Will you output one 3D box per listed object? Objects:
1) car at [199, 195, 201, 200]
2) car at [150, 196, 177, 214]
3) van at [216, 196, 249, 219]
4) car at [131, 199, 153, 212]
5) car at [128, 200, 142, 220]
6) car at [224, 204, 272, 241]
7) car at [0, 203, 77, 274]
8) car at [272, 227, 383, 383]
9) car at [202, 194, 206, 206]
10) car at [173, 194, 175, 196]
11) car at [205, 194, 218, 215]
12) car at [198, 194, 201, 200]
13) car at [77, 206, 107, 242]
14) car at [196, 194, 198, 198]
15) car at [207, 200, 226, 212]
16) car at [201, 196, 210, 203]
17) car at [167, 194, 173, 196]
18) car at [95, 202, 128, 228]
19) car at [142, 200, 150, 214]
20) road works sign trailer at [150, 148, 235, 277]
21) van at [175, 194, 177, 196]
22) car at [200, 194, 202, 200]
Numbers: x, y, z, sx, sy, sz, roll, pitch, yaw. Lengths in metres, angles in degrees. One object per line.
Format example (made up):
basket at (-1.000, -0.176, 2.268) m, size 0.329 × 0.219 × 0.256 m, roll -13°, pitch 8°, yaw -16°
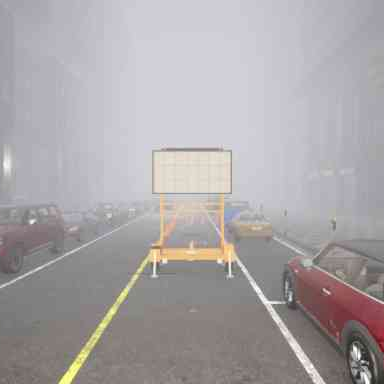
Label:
car at (2.808, 1.586, 61.142) m, size 1.947 × 1.339 × 4.313 m, roll 0°, pitch 0°, yaw 0°
car at (-2.971, 1.482, 35.812) m, size 1.882 × 1.535 × 5.008 m, roll 0°, pitch 0°, yaw 0°
van at (2.776, 1.342, 21.930) m, size 1.690 × 1.788 × 3.998 m, roll 0°, pitch 0°, yaw 0°
car at (-5.735, 1.572, 38.729) m, size 1.947 × 1.339 × 4.313 m, roll 0°, pitch 0°, yaw 0°
car at (-5.743, 1.552, 27.525) m, size 2.008 × 1.369 × 4.403 m, roll 0°, pitch 0°, yaw 0°
car at (2.773, 1.525, 16.499) m, size 1.752 × 1.417 × 4.829 m, roll 0°, pitch 0°, yaw 0°
car at (-5.757, 1.314, 10.719) m, size 2.192 × 1.841 × 5.009 m, roll 0°, pitch 0°, yaw 0°
car at (2.764, 1.440, 5.124) m, size 1.967 × 1.590 × 4.097 m, roll 0°, pitch 0°, yaw 0°
car at (2.794, 1.324, 44.337) m, size 2.192 × 1.841 × 5.009 m, roll 0°, pitch 0°, yaw 0°
car at (-5.704, 1.576, 77.943) m, size 1.887 × 1.381 × 4.507 m, roll 0°, pitch 0°, yaw 0°
car at (2.785, 1.319, 33.133) m, size 2.192 × 1.841 × 5.009 m, roll 0°, pitch 0°, yaw 0°
car at (2.812, 1.464, 66.743) m, size 1.967 × 1.590 × 4.097 m, roll 0°, pitch 0°, yaw 0°
car at (-5.752, 1.582, 16.321) m, size 1.802 × 1.307 × 4.206 m, roll 0°, pitch 0°, yaw 0°
car at (2.830, 1.584, 89.150) m, size 1.887 × 1.381 × 4.507 m, roll 0°, pitch 0°, yaw 0°
car at (2.790, 1.588, 38.735) m, size 1.802 × 1.307 × 4.206 m, roll 0°, pitch 0°, yaw 0°
car at (2.817, 1.610, 72.345) m, size 1.802 × 1.307 × 4.206 m, roll 0°, pitch 0°, yaw 0°
car at (-5.709, 1.467, 72.342) m, size 1.967 × 1.590 × 4.097 m, roll 0°, pitch 0°, yaw 0°
car at (-5.748, 1.440, 21.923) m, size 1.967 × 1.590 × 4.097 m, roll 0°, pitch 0°, yaw 0°
car at (-5.739, 1.569, 33.127) m, size 1.947 × 1.339 × 4.313 m, roll 0°, pitch 0°, yaw 0°
road works sign trailer at (0.007, 0.464, 10.170) m, size 2.380 × 3.560 × 2.880 m, roll 0°, pitch 0°, yaw 0°
van at (-5.696, 1.380, 89.149) m, size 1.690 × 1.788 × 3.998 m, roll 0°, pitch 0°, yaw 0°
car at (2.803, 1.456, 55.540) m, size 1.967 × 1.590 × 4.097 m, roll 0°, pitch 0°, yaw 0°
